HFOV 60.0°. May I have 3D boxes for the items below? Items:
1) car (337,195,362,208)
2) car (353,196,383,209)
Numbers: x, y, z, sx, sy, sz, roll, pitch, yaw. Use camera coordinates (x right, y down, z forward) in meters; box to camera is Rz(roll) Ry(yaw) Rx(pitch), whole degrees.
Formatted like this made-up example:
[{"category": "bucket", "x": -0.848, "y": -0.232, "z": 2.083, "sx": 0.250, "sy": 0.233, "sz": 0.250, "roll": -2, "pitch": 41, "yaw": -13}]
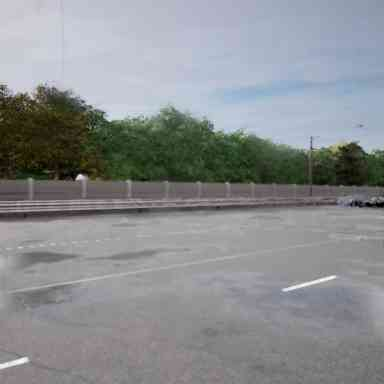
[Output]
[{"category": "car", "x": 21.874, "y": 1.197, "z": 45.586, "sx": 4.553, "sy": 1.767, "sz": 2.097, "roll": 0, "pitch": 0, "yaw": -37}, {"category": "car", "x": 22.798, "y": 1.465, "z": 41.910, "sx": 4.718, "sy": 1.301, "sz": 1.895, "roll": 0, "pitch": 0, "yaw": -37}]
